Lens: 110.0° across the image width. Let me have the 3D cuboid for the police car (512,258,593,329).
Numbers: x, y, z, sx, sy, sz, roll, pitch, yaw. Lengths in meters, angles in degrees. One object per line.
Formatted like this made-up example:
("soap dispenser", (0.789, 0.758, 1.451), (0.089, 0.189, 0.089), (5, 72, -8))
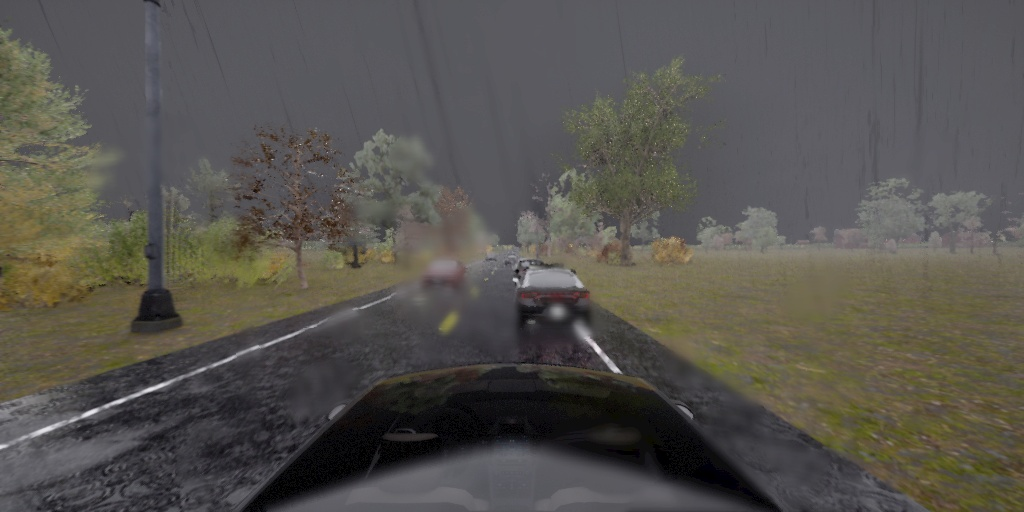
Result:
("police car", (1.050, 1.028, 10.804), (1.930, 1.638, 5.238), (0, 1, 0))

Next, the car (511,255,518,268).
("car", (1.051, 0.868, 26.695), (1.812, 1.442, 4.674), (0, 1, 0))

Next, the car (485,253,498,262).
("car", (-3.529, 0.235, 61.744), (1.837, 1.490, 4.892), (0, 1, 1))

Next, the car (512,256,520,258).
("car", (1.051, 0.947, 20.695), (1.837, 1.490, 4.892), (0, 1, 0))

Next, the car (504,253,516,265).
("car", (0.030, 0.501, 48.198), (1.812, 1.442, 4.674), (0, 1, 1))

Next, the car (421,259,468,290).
("car", (-3.592, 0.933, 19.805), (1.882, 1.535, 5.008), (0, 1, 0))
